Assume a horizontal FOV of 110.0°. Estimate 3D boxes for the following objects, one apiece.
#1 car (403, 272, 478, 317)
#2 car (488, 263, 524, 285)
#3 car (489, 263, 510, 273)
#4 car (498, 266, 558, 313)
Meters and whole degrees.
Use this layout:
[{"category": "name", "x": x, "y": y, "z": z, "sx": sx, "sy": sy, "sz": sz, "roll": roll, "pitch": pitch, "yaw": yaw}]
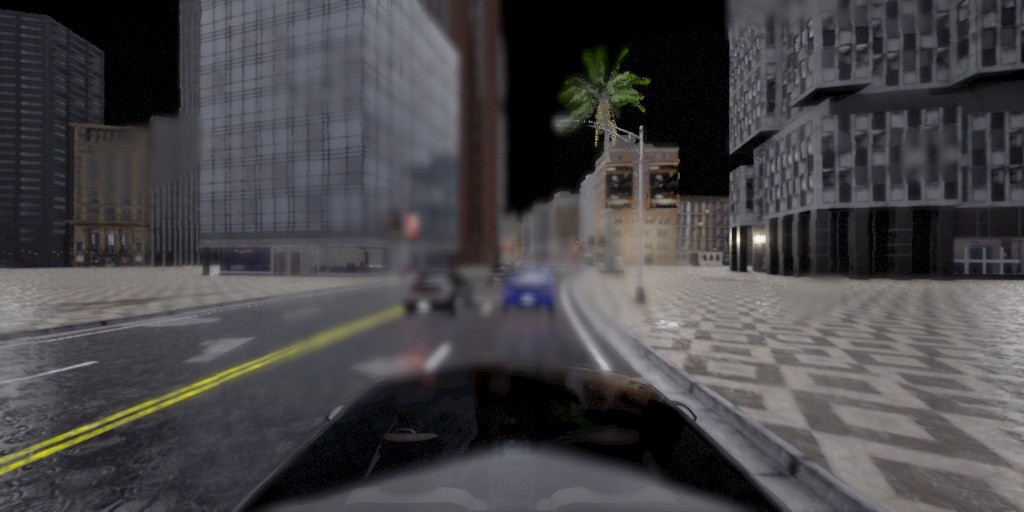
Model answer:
[{"category": "car", "x": -2.566, "y": 1.360, "z": 13.828, "sx": 1.837, "sy": 1.490, "sz": 4.892, "roll": 0, "pitch": 0, "yaw": 6}, {"category": "car", "x": -0.592, "y": 1.492, "z": 28.556, "sx": 1.837, "sy": 1.490, "sz": 4.892, "roll": 0, "pitch": 0, "yaw": 11}, {"category": "car", "x": -1.750, "y": 1.713, "z": 52.172, "sx": 1.812, "sy": 1.442, "sz": 4.674, "roll": 0, "pitch": 0, "yaw": 15}, {"category": "car", "x": 0.798, "y": 1.344, "z": 14.795, "sx": 1.882, "sy": 1.535, "sz": 5.008, "roll": 0, "pitch": 0, "yaw": 6}]
